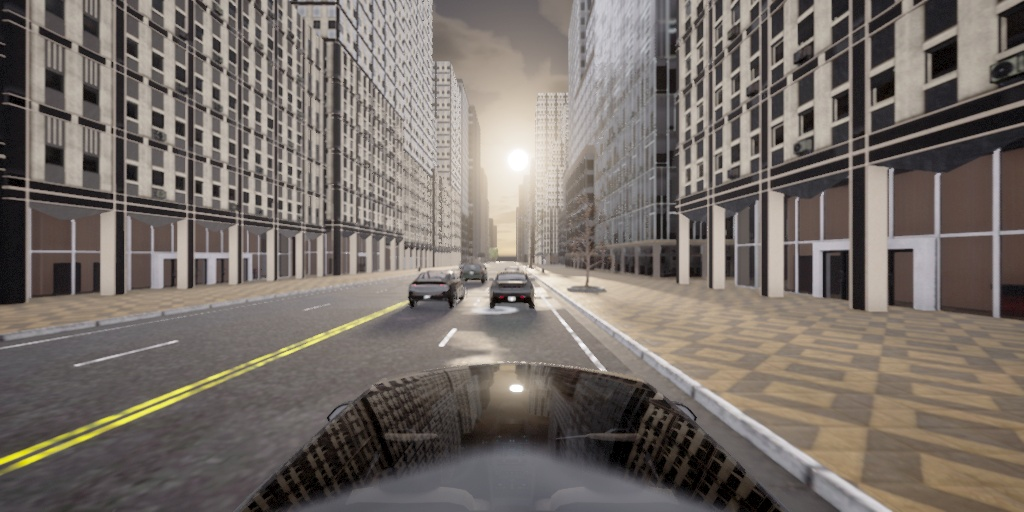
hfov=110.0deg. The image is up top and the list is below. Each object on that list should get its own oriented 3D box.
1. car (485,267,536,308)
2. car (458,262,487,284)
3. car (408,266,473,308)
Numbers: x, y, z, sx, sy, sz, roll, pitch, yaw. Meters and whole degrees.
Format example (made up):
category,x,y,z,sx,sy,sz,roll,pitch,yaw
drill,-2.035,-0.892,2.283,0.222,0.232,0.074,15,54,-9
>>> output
category,x,y,z,sx,sy,sz,roll,pitch,yaw
car,0.002,1.400,16.156,1.837,1.490,4.892,0,0,0
car,-3.254,1.395,30.931,2.097,1.767,4.553,0,-1,0
car,-3.248,1.384,16.155,2.128,1.511,4.902,0,0,0
